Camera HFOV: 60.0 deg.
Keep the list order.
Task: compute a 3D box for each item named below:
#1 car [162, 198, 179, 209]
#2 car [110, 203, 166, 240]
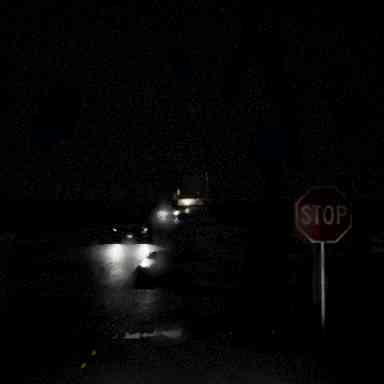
[{"bbox_3d":[-2.656,1.413,41.806,1.895,1.301,4.718,0,0,0],"label":"car"},{"bbox_3d":[-2.712,1.543,17.160,2.033,1.411,5.357,0,0,0],"label":"car"}]
